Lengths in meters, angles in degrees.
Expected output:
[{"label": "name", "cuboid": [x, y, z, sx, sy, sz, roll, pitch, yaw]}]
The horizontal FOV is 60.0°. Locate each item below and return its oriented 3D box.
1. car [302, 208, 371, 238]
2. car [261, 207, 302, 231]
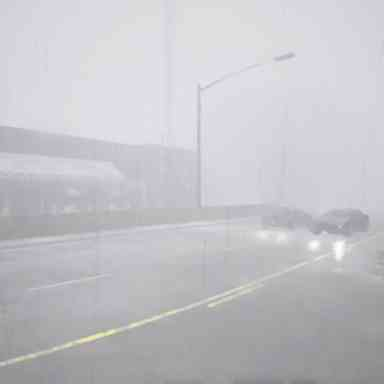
[{"label": "car", "cuboid": [8.352, 1.614, 18.470, 2.033, 1.411, 5.357, 0, 0, 42]}, {"label": "car", "cuboid": [6.111, 1.638, 21.215, 1.994, 1.385, 4.181, 0, 0, 42]}]
